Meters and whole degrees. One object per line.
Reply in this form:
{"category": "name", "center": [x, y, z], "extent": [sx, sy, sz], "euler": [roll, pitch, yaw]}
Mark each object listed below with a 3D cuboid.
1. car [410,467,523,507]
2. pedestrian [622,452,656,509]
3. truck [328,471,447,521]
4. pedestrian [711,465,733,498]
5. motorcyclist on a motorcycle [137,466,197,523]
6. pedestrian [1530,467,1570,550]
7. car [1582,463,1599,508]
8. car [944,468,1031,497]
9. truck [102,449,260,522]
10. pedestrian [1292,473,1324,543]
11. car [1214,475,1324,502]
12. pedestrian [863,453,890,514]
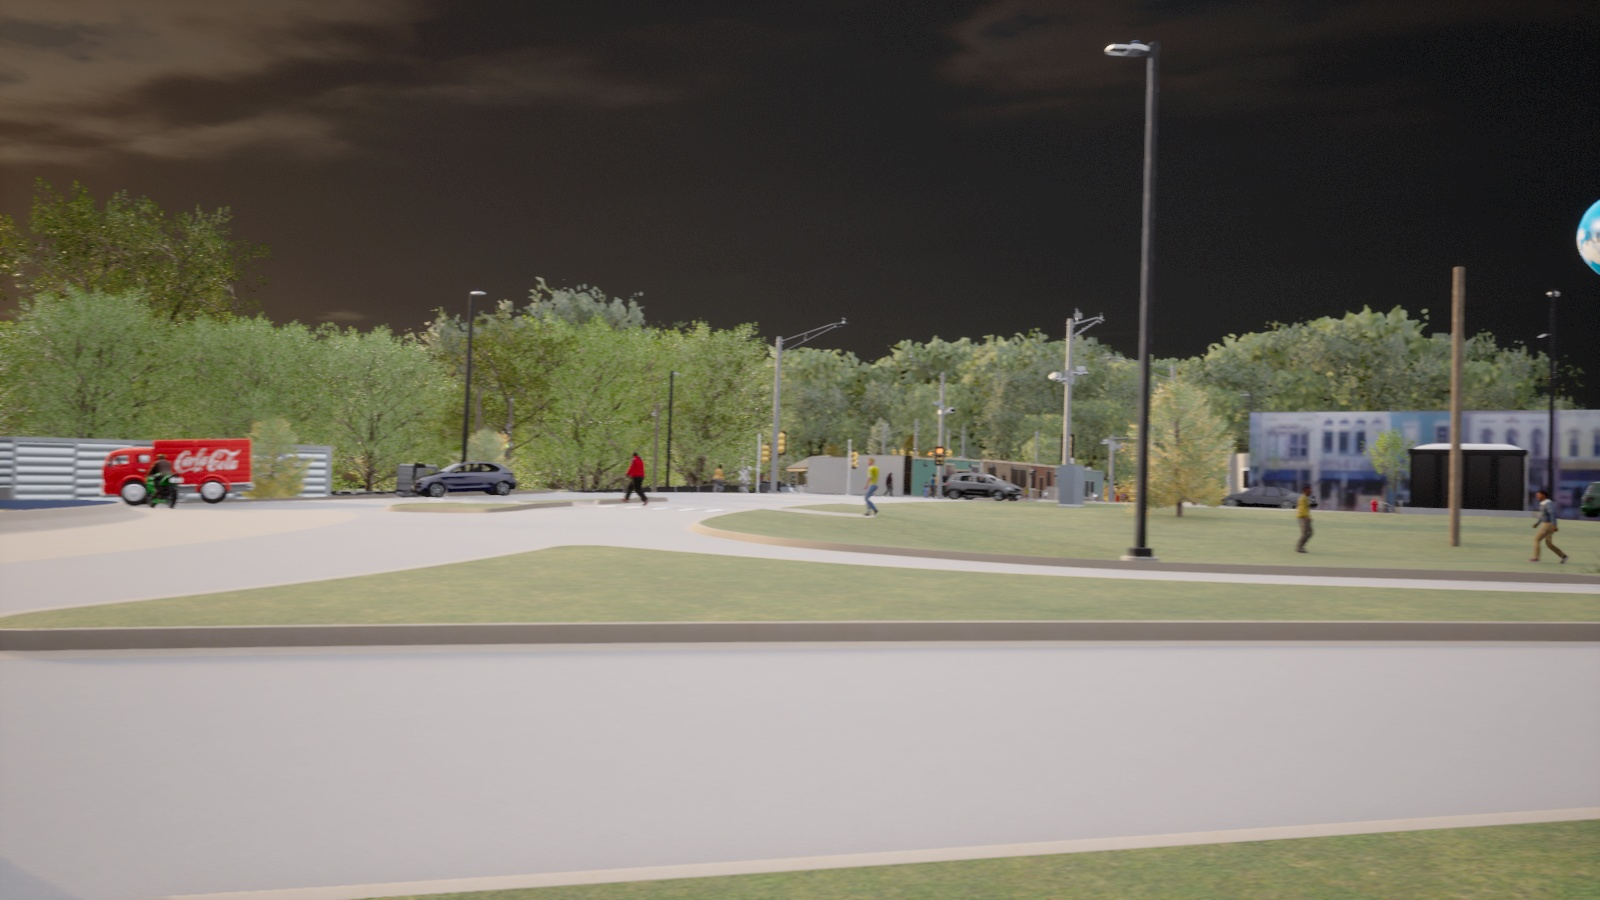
{"category": "car", "center": [-13.917, 1.518, 52.426], "extent": [4.193, 1.474, 1.816], "euler": [-2, 0, -31]}
{"category": "pedestrian", "center": [-5.312, 1.000, 41.443], "extent": [0.899, 1.844, 0.634], "euler": [0, -2, 17]}
{"category": "truck", "center": [-30.041, 3.264, 91.860], "extent": [2.891, 3.462, 7.936], "euler": [-1, -1, 40]}
{"category": "pedestrian", "center": [-4.544, 1.842, 73.133], "extent": [0.900, 1.855, 0.874], "euler": [3, -3, -37]}
{"category": "motorcyclist on a motorcycle", "center": [-17.191, 1.221, 34.090], "extent": [2.044, 1.523, 0.797], "euler": [-3, -3, 43]}
{"category": "pedestrian", "center": [17.914, 1.388, 30.000], "extent": [0.788, 1.949, 0.423], "euler": [0, -3, 31]}
{"category": "car", "center": [38.754, 1.662, 56.897], "extent": [5.566, 2.045, 2.150], "euler": [0, -2, 34]}
{"category": "car", "center": [11.249, 1.918, 75.300], "extent": [4.611, 1.667, 2.242], "euler": [-1, -3, 35]}
{"category": "truck", "center": [-23.716, 1.355, 48.406], "extent": [5.204, 2.467, 2.627], "euler": [-3, 0, -23]}
{"category": "pedestrian", "center": [13.575, 1.543, 33.555], "extent": [0.709, 1.840, 0.431], "euler": [-1, -3, 32]}
{"category": "car", "center": [26.110, 2.157, 69.983], "extent": [5.357, 1.411, 2.033], "euler": [0, -2, 34]}
{"category": "pedestrian", "center": [2.335, 1.027, 38.328], "extent": [0.706, 1.836, 0.354], "euler": [0, -2, 26]}
